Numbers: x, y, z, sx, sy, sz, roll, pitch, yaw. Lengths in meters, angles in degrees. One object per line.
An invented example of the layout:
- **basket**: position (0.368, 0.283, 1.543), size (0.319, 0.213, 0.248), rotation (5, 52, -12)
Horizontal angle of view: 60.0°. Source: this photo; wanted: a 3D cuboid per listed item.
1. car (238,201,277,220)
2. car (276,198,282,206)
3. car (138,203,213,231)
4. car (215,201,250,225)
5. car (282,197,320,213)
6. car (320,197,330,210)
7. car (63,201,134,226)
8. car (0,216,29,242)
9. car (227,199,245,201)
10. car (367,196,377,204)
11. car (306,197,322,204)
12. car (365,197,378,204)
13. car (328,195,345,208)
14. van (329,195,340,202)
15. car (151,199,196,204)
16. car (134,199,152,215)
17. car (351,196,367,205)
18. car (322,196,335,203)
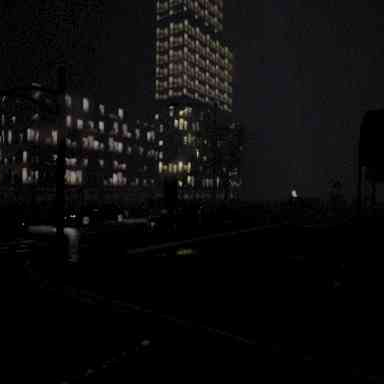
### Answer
- **car**: position (5.645, 1.708, 29.711), size (1.802, 1.307, 4.206), rotation (1, 0, 37)
- **car**: position (16.093, 1.616, 57.777), size (1.752, 1.417, 4.829), rotation (1, 0, 37)
- **car**: position (-0.940, 1.621, 20.947), size (2.008, 1.369, 4.403), rotation (1, 0, 37)
- **car**: position (2.353, 1.664, 25.329), size (1.947, 1.339, 4.313), rotation (1, 0, 37)
- **car**: position (12.962, 1.503, 39.517), size (2.192, 1.841, 5.009), rotation (1, 0, 37)
- **car**: position (16.269, 1.657, 43.976), size (1.967, 1.590, 4.097), rotation (1, 0, 37)
- **car**: position (-6.679, 1.438, 23.154), size (1.837, 1.490, 4.892), rotation (2, 1, 37)
- **car**: position (-9.539, 1.422, 14.045), size (2.128, 1.511, 4.902), rotation (1, 0, 37)
- **car**: position (4.954, 1.524, 38.615), size (2.128, 1.511, 4.902), rotation (2, 1, 37)
- **car**: position (39.571, 1.735, 75.068), size (2.192, 1.841, 5.009), rotation (1, 0, 37)
- **car**: position (26.199, 1.745, 71.226), size (1.947, 1.339, 4.313), rotation (1, 0, 37)
- **car**: position (42.902, 2.000, 79.508), size (2.008, 1.369, 4.403), rotation (1, 0, 37)
- **car**: position (22.896, 1.713, 52.880), size (1.967, 1.590, 4.097), rotation (1, 0, 37)
- **van**: position (36.206, 1.609, 84.539), size (1.690, 1.788, 3.998), rotation (1, 0, 37)
- **car**: position (-1.042, 1.473, 30.651), size (2.128, 1.511, 4.902), rotation (2, 1, 37)
- **car**: position (-3.913, 1.357, 31.364), size (1.967, 1.590, 4.097), rotation (1, 0, 37)
- **car**: position (33.000, 1.887, 66.330), size (1.752, 1.417, 4.829), rotation (1, 0, 37)
- **car**: position (32.766, 1.762, 79.966), size (1.752, 1.417, 4.829), rotation (1, 0, 37)
